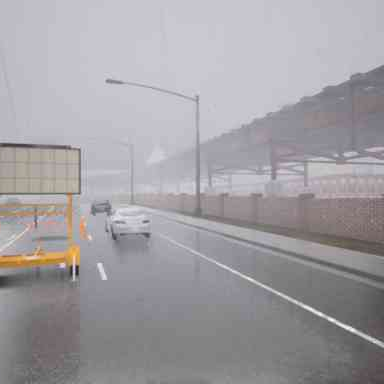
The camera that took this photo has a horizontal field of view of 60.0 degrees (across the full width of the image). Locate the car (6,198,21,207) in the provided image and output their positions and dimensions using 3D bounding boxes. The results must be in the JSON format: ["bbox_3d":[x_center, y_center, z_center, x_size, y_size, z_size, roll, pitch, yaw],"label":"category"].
[{"bbox_3d":[-27.153,1.574,50.662,2.033,1.411,5.357,0,0,-24],"label":"car"}]

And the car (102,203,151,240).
[{"bbox_3d":[-3.386,1.534,17.280,1.812,1.442,4.674,0,0,-20],"label":"car"}]

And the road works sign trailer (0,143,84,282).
[{"bbox_3d":[-4.385,0.470,9.352,2.380,3.560,2.880,0,0,-20],"label":"road works sign trailer"}]

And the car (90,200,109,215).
[{"bbox_3d":[-9.282,1.508,33.843,2.128,1.511,4.902,0,0,-20],"label":"car"}]

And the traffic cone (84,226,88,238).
[{"bbox_3d":[-5.331,1.964,16.445,0.340,0.580,0.340,0,0,-20],"label":"traffic cone"}]
